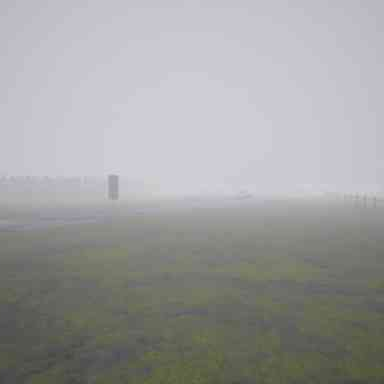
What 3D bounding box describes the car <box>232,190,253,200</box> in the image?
[{"bbox_3d":[8.418,0.464,55.406,2.097,1.767,4.553,1,1,31],"label":"car"}]
